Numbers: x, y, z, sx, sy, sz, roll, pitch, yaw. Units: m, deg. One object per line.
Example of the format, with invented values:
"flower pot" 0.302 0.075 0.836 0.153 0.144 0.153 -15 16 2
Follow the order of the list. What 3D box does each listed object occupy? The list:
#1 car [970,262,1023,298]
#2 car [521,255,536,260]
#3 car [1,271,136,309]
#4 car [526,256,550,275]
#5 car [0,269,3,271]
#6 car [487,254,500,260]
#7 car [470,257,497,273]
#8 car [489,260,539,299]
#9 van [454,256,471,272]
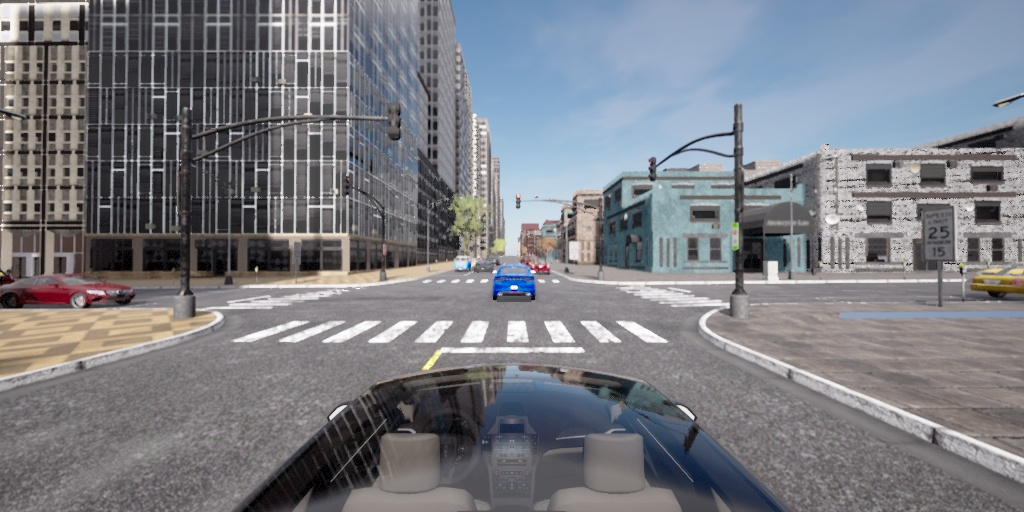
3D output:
"car" 20.694 0.934 13.693 4.829 1.417 1.751 0 0 1
"car" 2.706 0.838 47.252 2.192 1.841 5.009 0 0 0
"car" -17.415 1.349 14.072 4.207 1.307 1.802 0 0 1
"car" 2.702 1.020 35.904 1.967 1.591 4.097 0 0 0
"car" -23.098 1.261 14.129 4.097 1.591 1.967 0 0 1
"car" -3.047 0.698 56.995 2.150 2.045 5.566 0 0 0
"car" -3.082 1.126 39.610 1.994 1.385 4.181 0 0 0
"car" 0.099 1.151 17.362 1.882 1.535 5.008 0 0 0
"van" -5.677 0.893 41.542 1.690 1.789 3.998 0 0 0
